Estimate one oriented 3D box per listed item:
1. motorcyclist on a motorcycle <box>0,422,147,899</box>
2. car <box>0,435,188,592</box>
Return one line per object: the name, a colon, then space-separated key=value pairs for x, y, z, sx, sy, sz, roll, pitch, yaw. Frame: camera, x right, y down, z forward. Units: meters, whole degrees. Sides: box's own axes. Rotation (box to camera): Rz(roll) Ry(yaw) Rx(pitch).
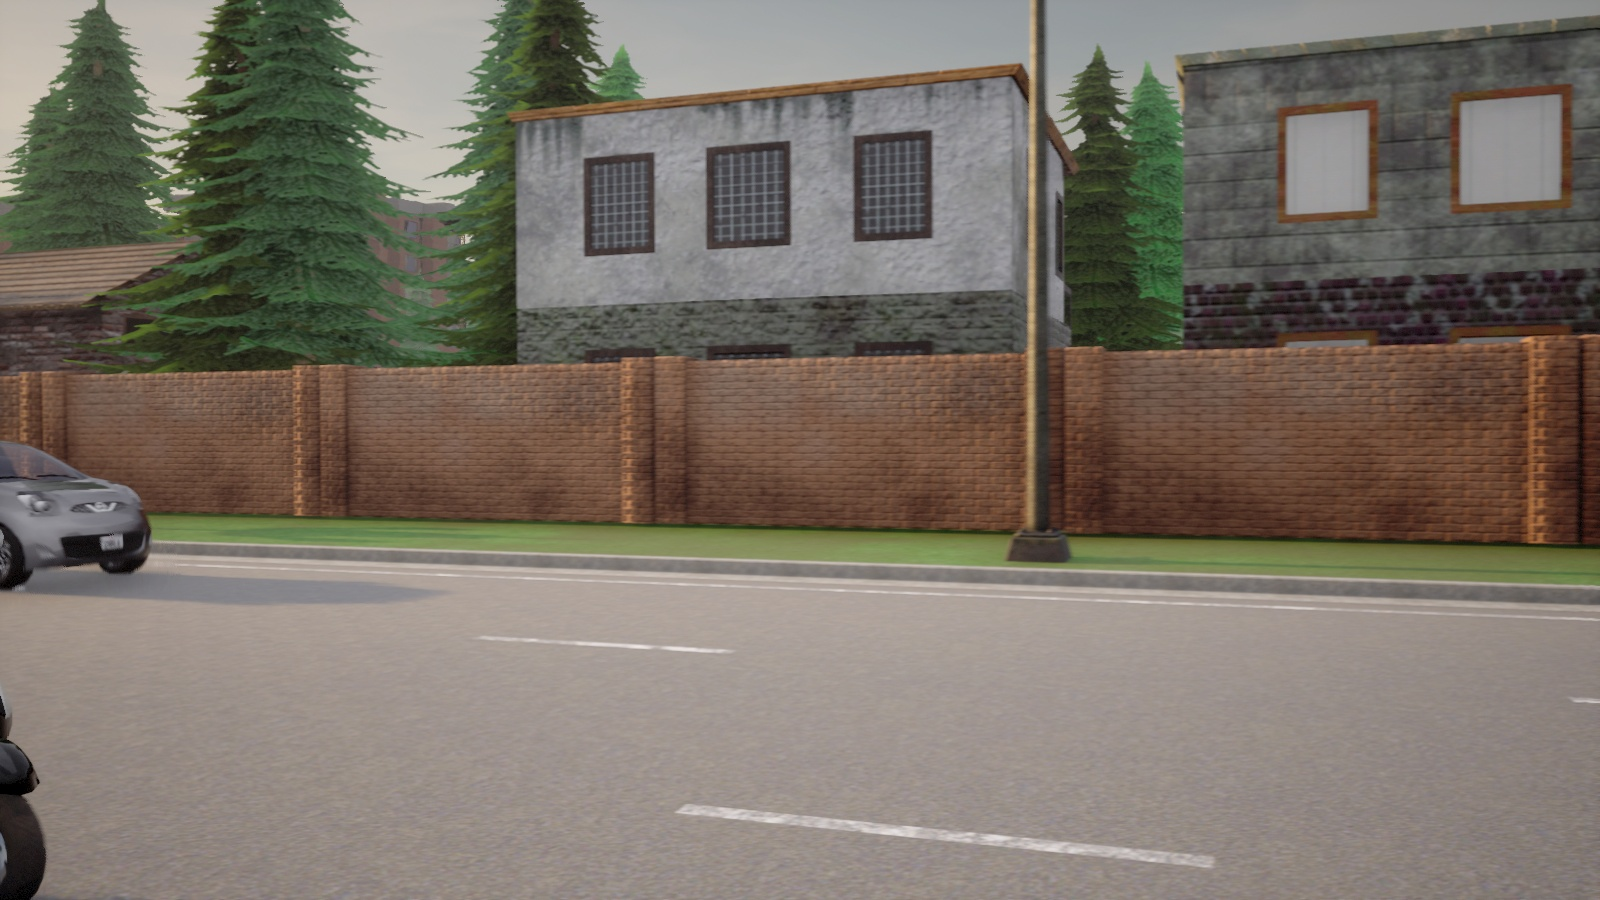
motorcyclist on a motorcycle: x=-3.305 y=0.699 z=4.304 sx=1.817 sy=1.590 sz=0.866 roll=1 pitch=1 yaw=19
car: x=-8.757 y=0.591 z=13.524 sx=3.633 sy=1.501 sz=1.845 roll=1 pitch=1 yaw=19
